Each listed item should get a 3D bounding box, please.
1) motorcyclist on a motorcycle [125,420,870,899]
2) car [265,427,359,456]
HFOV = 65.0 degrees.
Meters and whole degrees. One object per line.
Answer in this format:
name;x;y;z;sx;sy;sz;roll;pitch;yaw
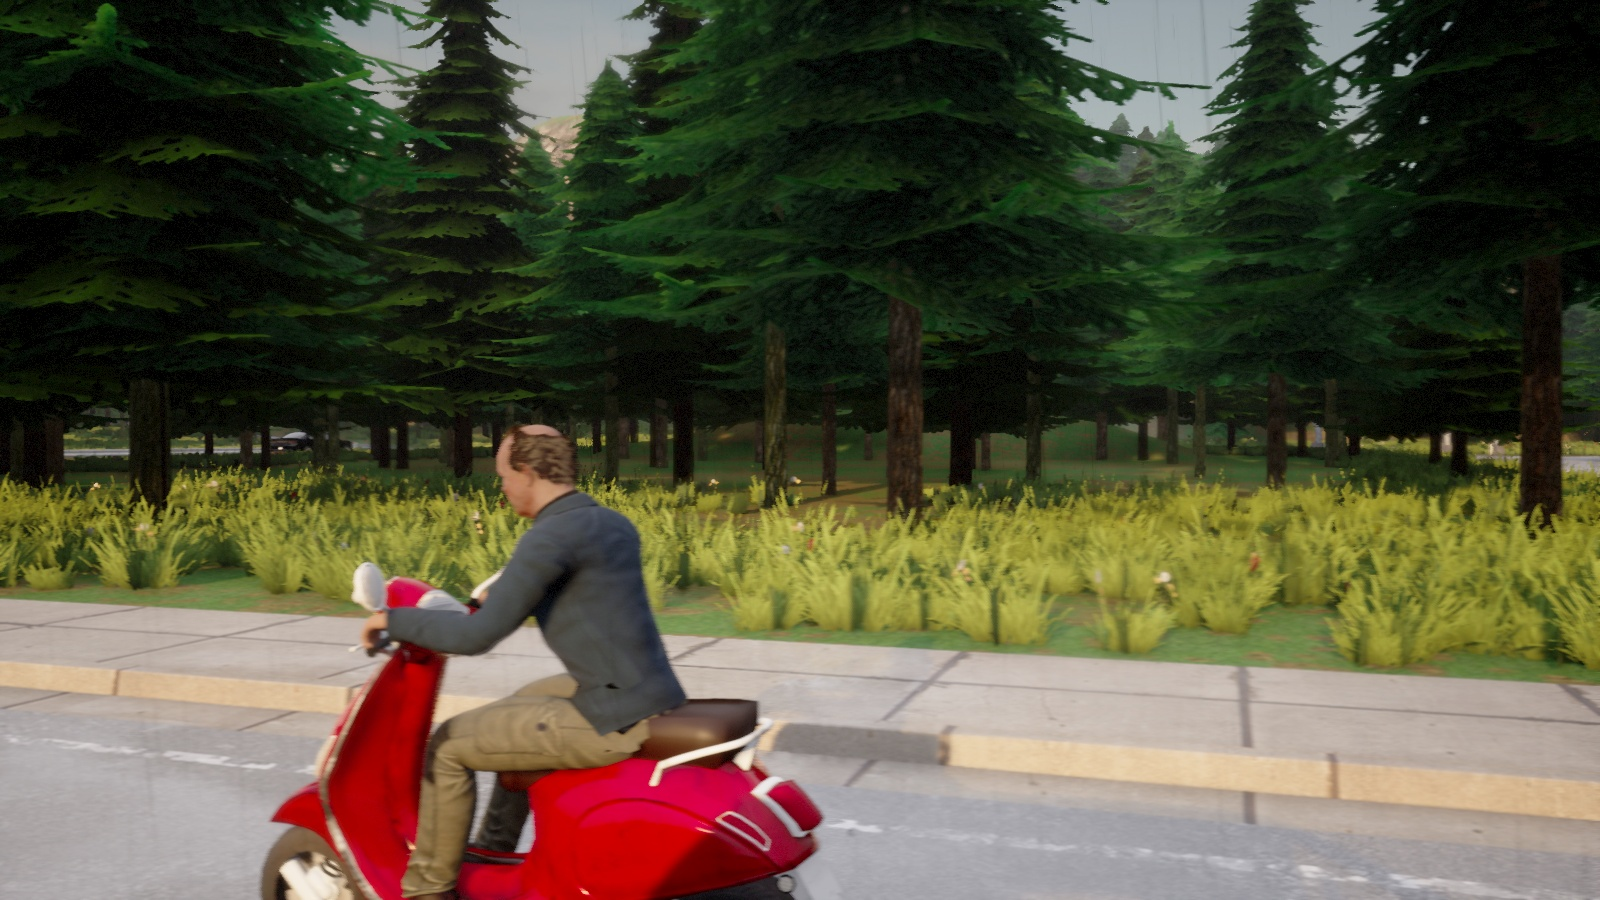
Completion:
motorcyclist on a motorcycle;-0.801;0.717;3.481;1.817;1.590;0.866;1;1;18
car;-26.174;-0.476;67.582;1.882;1.535;5.008;1;1;20
